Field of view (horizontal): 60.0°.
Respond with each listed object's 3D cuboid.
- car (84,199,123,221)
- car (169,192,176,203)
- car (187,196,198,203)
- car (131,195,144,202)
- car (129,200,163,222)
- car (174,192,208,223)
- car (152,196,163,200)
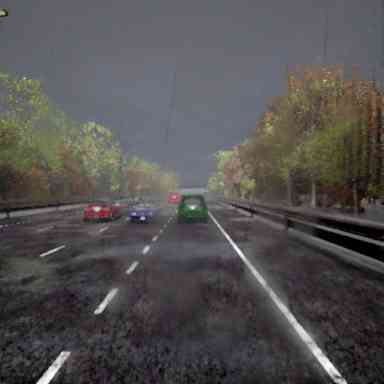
[{"bbox_3d":[-6.938,1.304,26.447,2.097,1.767,4.553,0,0,0],"label":"car"},{"bbox_3d":[-3.377,1.113,65.780,2.150,2.045,5.566,0,-1,-1],"label":"car"},{"bbox_3d":[0.115,1.442,66.371,2.033,1.411,5.357,0,0,0],"label":"car"},{"bbox_3d":[-10.390,1.389,63.738,2.128,1.511,4.902,0,0,-1],"label":"car"},{"bbox_3d":[-3.443,1.556,25.486,1.895,1.301,4.718,0,0,0],"label":"car"},{"bbox_3d":[0.058,1.179,25.246,2.150,2.045,5.566,0,0,0],"label":"car"},{"bbox_3d":[-6.881,1.442,65.996,2.033,1.411,5.357,0,0,0],"label":"car"}]
